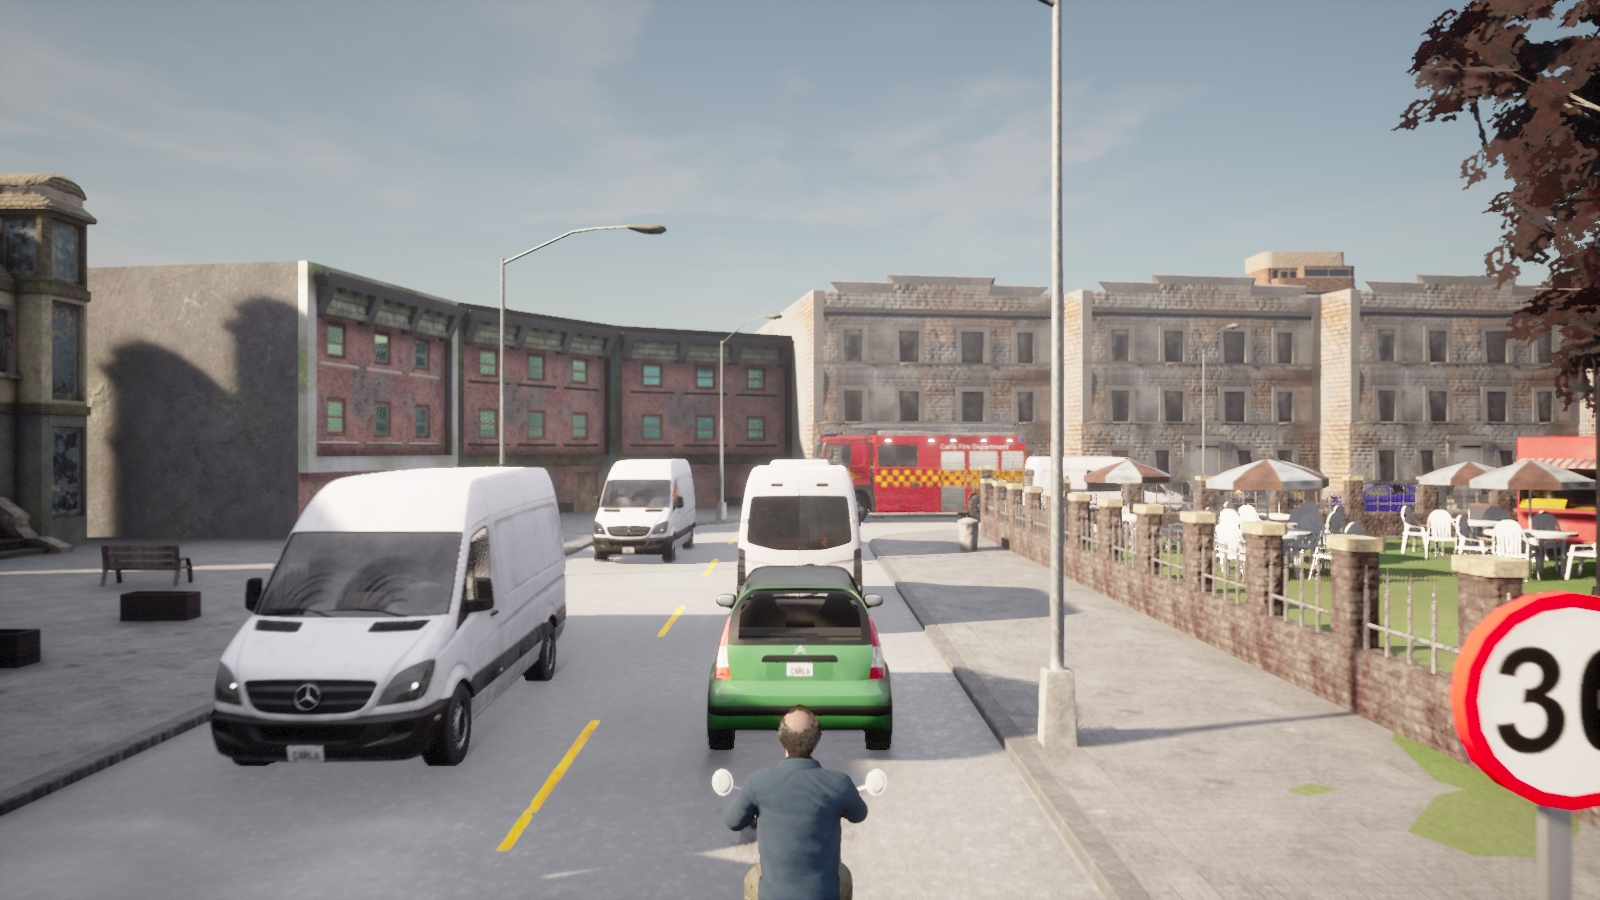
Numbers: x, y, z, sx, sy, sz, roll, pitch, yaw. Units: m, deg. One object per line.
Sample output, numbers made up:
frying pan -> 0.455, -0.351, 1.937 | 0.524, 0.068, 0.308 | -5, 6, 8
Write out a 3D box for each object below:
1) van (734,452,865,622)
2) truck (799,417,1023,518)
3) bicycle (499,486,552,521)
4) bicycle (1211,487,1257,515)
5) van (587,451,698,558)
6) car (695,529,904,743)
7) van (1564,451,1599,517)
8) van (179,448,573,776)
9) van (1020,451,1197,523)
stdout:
van -> -0.010, 1.314, 20.217 | 1.988, 2.561, 5.915 | 0, 0, 0
truck -> 4.285, 0.672, 45.376 | 8.468, 3.827, 2.891 | 0, 0, -5
bicycle -> -9.977, 1.940, 41.504 | 1.835, 1.271, 0.329 | 0, 0, 0
bicycle -> 17.278, 2.036, 45.476 | 1.487, 1.080, 0.859 | 0, 0, 0
van -> -4.060, 1.314, 30.415 | 1.988, 2.561, 5.915 | 0, 0, 2
car -> -0.006, 1.780, 12.098 | 1.851, 1.617, 3.988 | 0, 0, 0
van -> 34.050, 1.314, 45.485 | 5.915, 2.561, 1.988 | 0, 0, 0
van -> -4.013, 1.309, 12.199 | 1.988, 2.561, 5.915 | 0, 1, 0
van -> 11.174, 1.314, 41.637 | 5.915, 2.561, 1.988 | 0, 0, -2
